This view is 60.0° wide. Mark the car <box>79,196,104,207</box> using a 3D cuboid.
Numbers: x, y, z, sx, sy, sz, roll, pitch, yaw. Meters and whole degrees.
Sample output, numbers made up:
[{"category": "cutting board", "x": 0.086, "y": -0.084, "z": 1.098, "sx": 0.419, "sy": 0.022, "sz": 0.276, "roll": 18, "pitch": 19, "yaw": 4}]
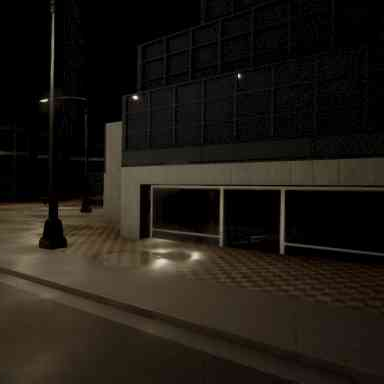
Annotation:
[{"category": "car", "x": -11.388, "y": 1.126, "z": 41.062, "sx": 1.895, "sy": 1.301, "sz": 4.718, "roll": 1, "pitch": 1, "yaw": 36}]
